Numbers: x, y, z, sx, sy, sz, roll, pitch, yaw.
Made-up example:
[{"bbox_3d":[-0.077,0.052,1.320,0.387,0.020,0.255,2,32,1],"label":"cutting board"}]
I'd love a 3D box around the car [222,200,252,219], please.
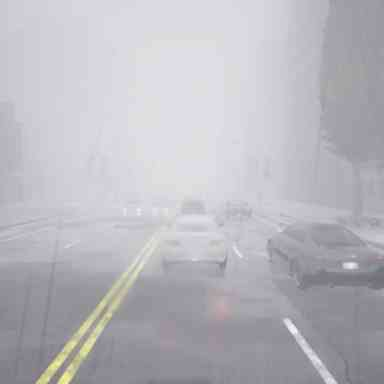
[{"bbox_3d":[3.333,1.263,25.626,1.895,1.301,4.718,0,1,0],"label":"car"}]

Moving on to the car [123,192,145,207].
[{"bbox_3d":[-6.589,0.843,38.168,1.837,1.490,4.892,0,1,0],"label":"car"}]

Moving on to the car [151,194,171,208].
[{"bbox_3d":[-3.342,0.945,36.667,1.994,1.385,4.181,0,2,0],"label":"car"}]

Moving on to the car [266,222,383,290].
[{"bbox_3d":[3.325,1.494,8.962,1.994,1.385,4.181,0,0,0],"label":"car"}]

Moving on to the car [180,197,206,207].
[{"bbox_3d":[0.087,1.134,27.074,1.837,1.490,4.892,0,1,0],"label":"car"}]

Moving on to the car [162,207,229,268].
[{"bbox_3d":[0.089,1.436,10.807,1.812,1.442,4.674,0,1,0],"label":"car"}]
